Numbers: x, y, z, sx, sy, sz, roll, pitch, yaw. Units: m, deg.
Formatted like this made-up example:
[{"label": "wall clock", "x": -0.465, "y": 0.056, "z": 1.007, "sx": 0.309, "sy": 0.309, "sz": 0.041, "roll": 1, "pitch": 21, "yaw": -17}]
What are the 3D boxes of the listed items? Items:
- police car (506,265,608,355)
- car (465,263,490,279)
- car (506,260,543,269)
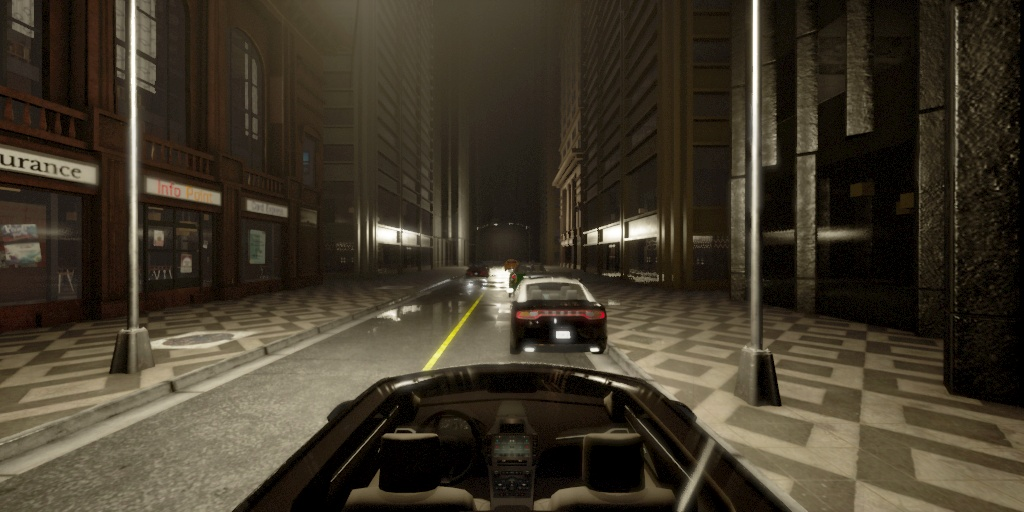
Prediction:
[{"label": "police car", "x": 0.891, "y": 1.177, "z": 8.867, "sx": 1.930, "sy": 1.638, "sz": 5.238, "roll": 0, "pitch": 0, "yaw": 0}, {"label": "car", "x": -3.040, "y": 1.338, "z": 32.618, "sx": 1.994, "sy": 1.385, "sz": 4.181, "roll": 0, "pitch": 0, "yaw": 0}, {"label": "car", "x": 0.878, "y": 1.109, "z": 18.728, "sx": 2.097, "sy": 1.767, "sz": 4.553, "roll": 0, "pitch": 0, "yaw": 0}]
